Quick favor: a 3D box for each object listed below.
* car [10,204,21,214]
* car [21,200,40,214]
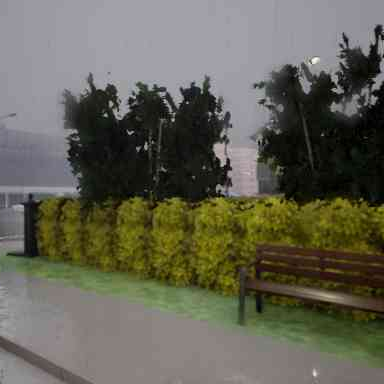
[{"bbox_3d":[-18.302,1.681,38.126,1.812,1.442,4.674,-1,0,33],"label":"car"},{"bbox_3d":[-15.580,1.699,35.890,1.994,1.385,4.181,0,0,35],"label":"car"}]
